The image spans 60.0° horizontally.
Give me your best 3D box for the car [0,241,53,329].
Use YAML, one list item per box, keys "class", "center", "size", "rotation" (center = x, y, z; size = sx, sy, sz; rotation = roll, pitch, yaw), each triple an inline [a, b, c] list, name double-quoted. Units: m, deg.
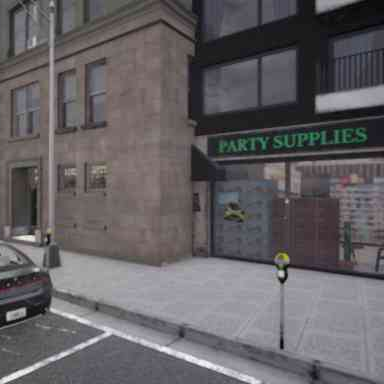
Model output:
- class: "car"
  center: [-4.346, 1.551, 6.118]
  size: [4.403, 1.369, 2.008]
  rotation: [0, 0, 35]
